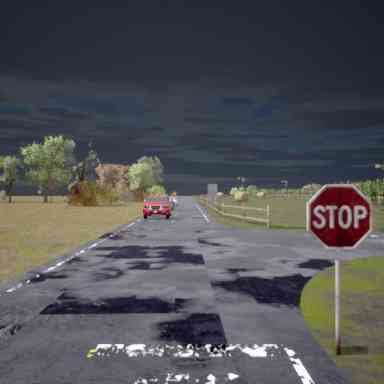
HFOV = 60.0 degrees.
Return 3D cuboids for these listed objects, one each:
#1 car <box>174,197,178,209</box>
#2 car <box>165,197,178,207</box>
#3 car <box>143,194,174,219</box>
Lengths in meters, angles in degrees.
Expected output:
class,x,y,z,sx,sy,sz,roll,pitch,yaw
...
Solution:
class,x,y,z,sx,sy,sz,roll,pitch,yaw
car,-3.139,1.522,41.056,2.128,1.511,4.902,0,0,-1
car,-3.288,1.576,54.417,1.812,1.442,4.674,0,0,-1
car,-2.993,1.237,29.528,2.150,2.045,5.566,0,0,-1
